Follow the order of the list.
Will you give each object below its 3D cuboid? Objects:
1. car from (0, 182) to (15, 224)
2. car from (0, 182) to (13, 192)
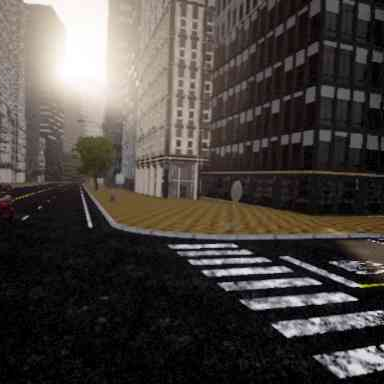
[{"bbox_3d":[-9.692,0.528,15.382,2.097,1.767,4.553,2,1,-19],"label":"car"},{"bbox_3d":[-28.553,-0.739,50.235,1.994,1.385,4.181,2,1,-19],"label":"car"}]
